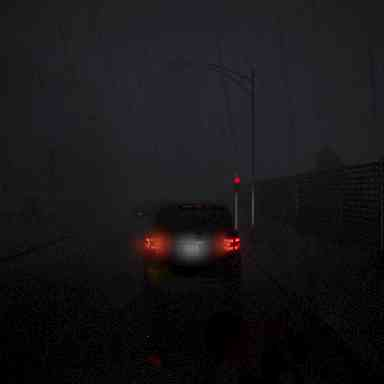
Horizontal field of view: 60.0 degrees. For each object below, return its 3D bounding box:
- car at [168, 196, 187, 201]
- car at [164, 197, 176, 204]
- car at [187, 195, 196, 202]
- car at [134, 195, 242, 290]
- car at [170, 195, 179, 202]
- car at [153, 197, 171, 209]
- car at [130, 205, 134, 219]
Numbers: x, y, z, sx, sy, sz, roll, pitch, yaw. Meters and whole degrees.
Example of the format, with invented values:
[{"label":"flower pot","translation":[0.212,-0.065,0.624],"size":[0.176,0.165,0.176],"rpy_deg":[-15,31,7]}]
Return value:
[{"label":"car","translation":[-3.815,1.595,87.275],"size":[4.718,1.301,1.895],"rpy_deg":[0,0,40]},{"label":"car","translation":[-4.130,1.601,63.811],"size":[1.895,1.301,4.718],"rpy_deg":[0,0,0]},{"label":"car","translation":[-0.090,1.478,74.684],"size":[1.882,1.535,5.008],"rpy_deg":[0,0,0]},{"label":"car","translation":[0.032,1.221,9.199],"size":[2.150,2.045,5.566],"rpy_deg":[0,0,0]},{"label":"car","translation":[-4.133,1.533,79.245],"size":[2.033,1.411,5.357],"rpy_deg":[0,0,-4]},{"label":"car","translation":[-4.159,1.492,47.382],"size":[2.128,1.511,4.902],"rpy_deg":[0,0,0]},{"label":"car","translation":[-4.137,1.504,28.869],"size":[1.837,1.490,4.892],"rpy_deg":[0,0,0]}]
